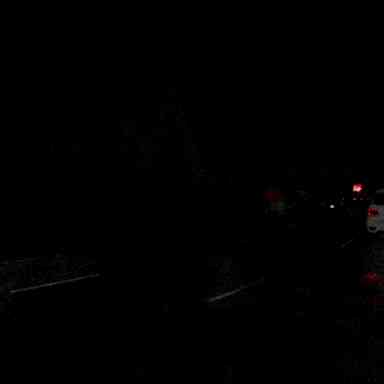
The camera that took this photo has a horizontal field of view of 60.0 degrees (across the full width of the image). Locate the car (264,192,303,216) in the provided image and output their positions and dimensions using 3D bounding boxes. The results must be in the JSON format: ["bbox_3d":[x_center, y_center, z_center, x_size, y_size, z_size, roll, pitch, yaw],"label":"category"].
[{"bbox_3d":[7.098,1.004,25.411,2.033,1.411,5.357,-1,1,21],"label":"car"}]

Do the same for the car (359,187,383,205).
[{"bbox_3d":[20.044,0.351,35.879,2.097,1.767,4.553,-1,1,6],"label":"car"}]

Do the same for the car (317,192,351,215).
[{"bbox_3d":[10.499,0.946,25.102,1.994,1.385,4.181,-1,1,21],"label":"car"}]

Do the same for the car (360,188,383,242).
[{"bbox_3d":[8.534,0.824,13.446,2.150,2.045,5.566,0,1,35],"label":"car"}]

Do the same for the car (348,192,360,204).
[{"bbox_3d":[16.250,0.667,33.708,2.033,1.411,5.357,-1,1,7],"label":"car"}]

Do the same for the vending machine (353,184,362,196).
[{"bbox_3d":[29.466,-0.374,59.148,1.100,2.100,0.880,-1,1,4],"label":"vending machine"}]

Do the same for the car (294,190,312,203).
[{"bbox_3d":[13.511,0.542,41.662,1.882,1.535,5.008,-1,1,6],"label":"car"}]

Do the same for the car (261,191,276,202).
[{"bbox_3d":[10.128,0.614,42.968,2.128,1.511,4.902,-1,1,5],"label":"car"}]
